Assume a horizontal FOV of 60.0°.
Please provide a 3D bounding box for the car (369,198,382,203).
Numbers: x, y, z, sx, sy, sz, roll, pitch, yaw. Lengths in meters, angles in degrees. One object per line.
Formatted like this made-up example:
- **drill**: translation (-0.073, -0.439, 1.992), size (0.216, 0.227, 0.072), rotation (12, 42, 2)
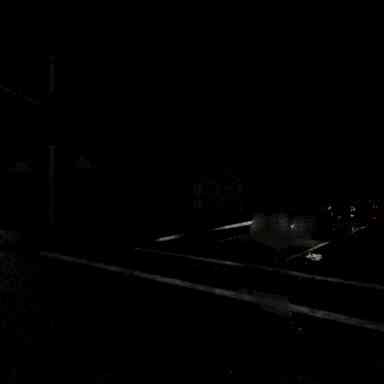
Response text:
- **car**: translation (18.366, 1.371, 34.066), size (1.882, 1.535, 5.008), rotation (1, 1, 39)

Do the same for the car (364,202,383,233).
- **car**: translation (11.197, 1.501, 18.550), size (1.994, 1.385, 4.181), rotation (1, 1, 36)

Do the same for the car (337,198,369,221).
- **car**: translation (12.014, 1.242, 25.855), size (2.097, 1.767, 4.553), rotation (1, 1, 37)

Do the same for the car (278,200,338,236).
- **car**: translation (6.169, 1.396, 17.744), size (1.837, 1.490, 4.892), rotation (1, 1, 35)
